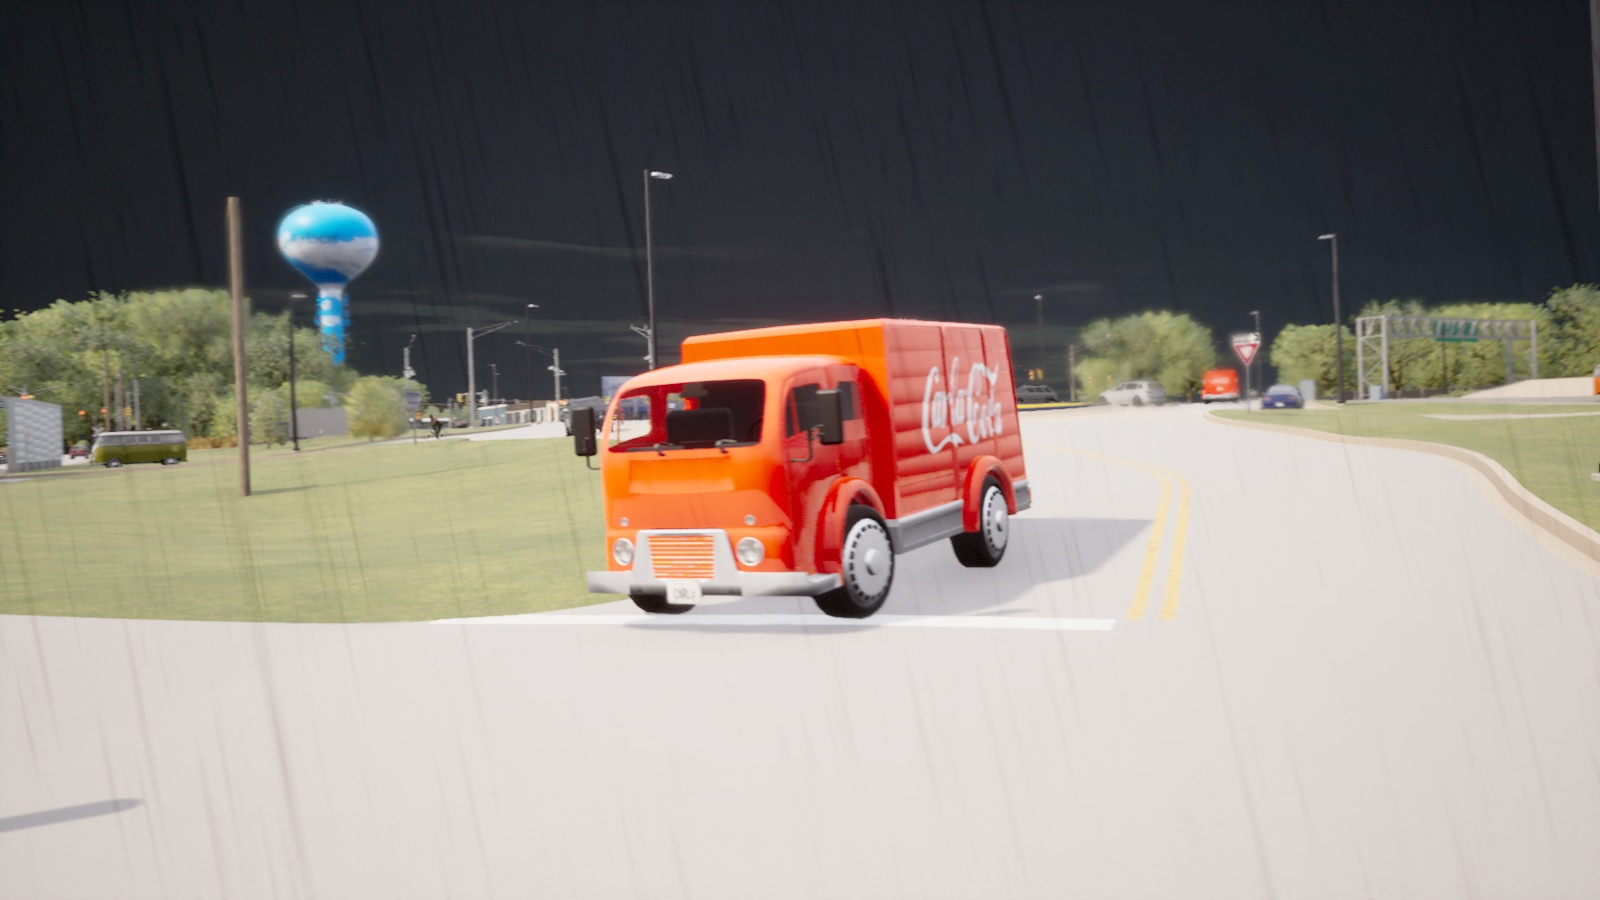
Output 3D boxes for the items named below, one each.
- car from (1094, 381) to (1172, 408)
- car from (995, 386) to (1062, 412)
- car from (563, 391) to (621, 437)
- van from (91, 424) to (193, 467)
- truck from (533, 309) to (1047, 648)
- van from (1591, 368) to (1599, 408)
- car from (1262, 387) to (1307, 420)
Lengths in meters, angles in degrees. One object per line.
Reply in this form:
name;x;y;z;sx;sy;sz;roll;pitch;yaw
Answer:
car;21.430;-3.537;80.979;2.242;1.667;4.611;-2;2;-32
car;16.812;-3.748;92.394;4.605;1.855;1.932;-1;0;-27
car;-11.109;-1.906;66.745;2.150;2.045;5.566;-9;4;-15
van;-33.666;-0.224;64.280;4.442;1.987;1.775;-3;0;-32
truck;0.263;0.063;11.997;2.627;2.467;5.204;-2;3;28
van;42.328;-3.147;62.760;1.775;1.987;4.442;-4;4;-30
car;24.038;-2.319;62.195;1.812;1.442;4.674;-2;3;24
